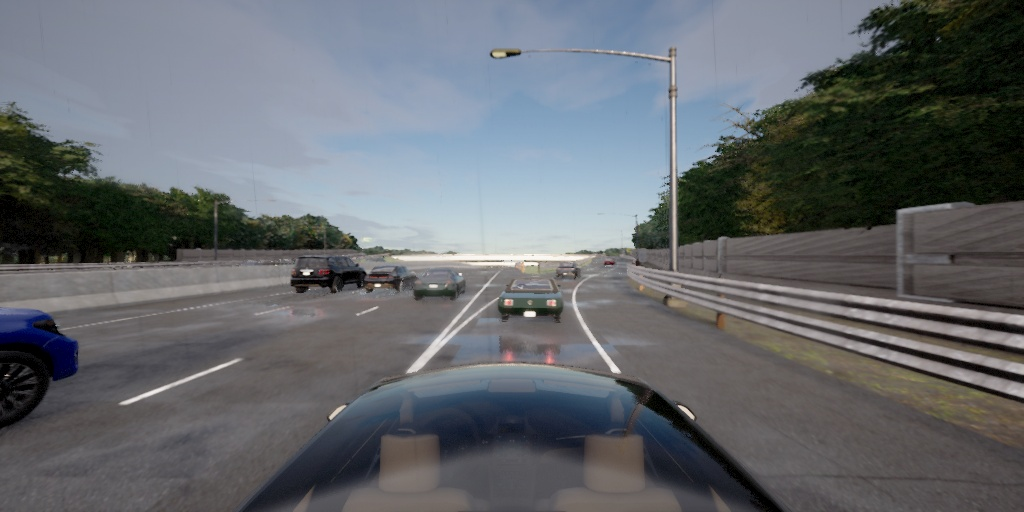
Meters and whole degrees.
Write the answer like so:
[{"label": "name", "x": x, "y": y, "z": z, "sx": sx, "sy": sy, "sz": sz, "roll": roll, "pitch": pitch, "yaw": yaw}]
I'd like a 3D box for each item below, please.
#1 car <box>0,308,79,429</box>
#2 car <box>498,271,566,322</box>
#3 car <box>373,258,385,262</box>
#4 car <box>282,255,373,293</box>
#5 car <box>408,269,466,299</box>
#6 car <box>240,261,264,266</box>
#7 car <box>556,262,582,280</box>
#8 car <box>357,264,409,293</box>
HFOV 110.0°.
[{"label": "car", "x": -6.902, "y": 0.969, "z": 2.354, "sx": 2.150, "sy": 2.045, "sz": 5.566, "roll": 0, "pitch": 0, "yaw": 0}, {"label": "car", "x": 0.734, "y": 1.356, "z": 12.315, "sx": 1.895, "sy": 1.301, "sz": 4.718, "roll": 0, "pitch": 0, "yaw": 6}, {"label": "car", "x": -21.112, "y": 1.254, "z": 54.731, "sx": 2.150, "sy": 2.045, "sz": 5.566, "roll": 0, "pitch": -1, "yaw": 0}, {"label": "car", "x": -10.423, "y": 0.989, "z": 20.865, "sx": 2.150, "sy": 2.045, "sz": 5.566, "roll": 0, "pitch": 0, "yaw": 0}, {"label": "car", "x": -3.520, "y": 1.330, "z": 18.054, "sx": 1.994, "sy": 1.385, "sz": 4.181, "roll": 0, "pitch": 0, "yaw": 0}, {"label": "car", "x": -37.946, "y": 1.458, "z": 52.370, "sx": 1.994, "sy": 1.385, "sz": 4.181, "roll": 1, "pitch": 0, "yaw": -15}, {"label": "car", "x": 5.240, "y": 1.331, "z": 32.783, "sx": 2.128, "sy": 1.511, "sz": 4.902, "roll": -1, "pitch": -1, "yaw": 17}, {"label": "car", "x": -6.924, "y": 1.274, "z": 20.897, "sx": 1.837, "sy": 1.490, "sz": 4.892, "roll": 0, "pitch": 0, "yaw": 0}]
